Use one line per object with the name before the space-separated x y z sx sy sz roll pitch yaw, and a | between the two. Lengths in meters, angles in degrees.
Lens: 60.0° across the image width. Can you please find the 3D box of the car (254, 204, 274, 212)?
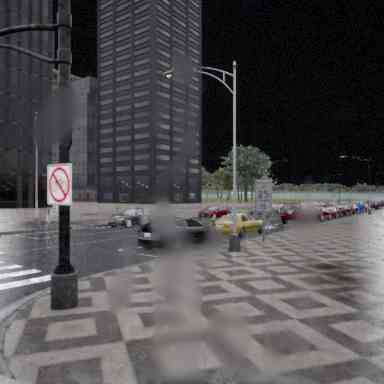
car | 8.881 2.210 42.804 2.008 1.369 4.403 -1 -2 35

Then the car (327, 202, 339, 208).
car | 31.809 2.891 74.974 1.802 1.307 4.206 -1 -2 35

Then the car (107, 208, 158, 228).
car | -4.219 1.842 24.421 2.008 1.369 4.403 -1 -1 35

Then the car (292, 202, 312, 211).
car | 18.707 2.494 56.591 2.008 1.369 4.403 -1 -2 35

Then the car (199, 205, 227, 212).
car | 2.331 2.016 33.613 1.887 1.381 4.507 -1 -2 35

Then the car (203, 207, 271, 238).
car | 2.816 1.824 19.606 1.752 1.417 4.829 -1 -2 35

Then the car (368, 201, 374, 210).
car | 28.922 2.592 56.235 2.008 1.369 4.403 -1 -2 35

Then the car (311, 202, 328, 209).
car | 25.258 2.673 65.783 1.887 1.381 4.507 -1 -2 35

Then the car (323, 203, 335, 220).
car | 12.544 2.114 33.255 1.887 1.381 4.507 -1 -2 35

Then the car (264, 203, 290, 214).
car | 12.156 2.305 47.399 2.008 1.369 4.403 -1 -2 35

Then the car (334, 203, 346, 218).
car | 15.823 2.246 37.856 1.802 1.307 4.206 -1 -2 36

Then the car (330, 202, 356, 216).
car | 19.095 2.304 42.447 1.887 1.381 4.507 -1 -2 35

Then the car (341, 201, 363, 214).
car | 22.370 2.294 47.046 1.967 1.590 4.097 -1 -2 35

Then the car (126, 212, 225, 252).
car | -0.557 1.775 14.872 1.947 1.339 4.313 -1 -2 35

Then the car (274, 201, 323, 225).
car | 9.268 1.791 28.665 2.192 1.841 5.009 -1 -2 35

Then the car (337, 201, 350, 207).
car | 38.360 3.037 84.166 2.008 1.369 4.403 -1 -1 35

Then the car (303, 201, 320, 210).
car | 21.982 2.476 61.189 1.967 1.590 4.097 -1 -2 35

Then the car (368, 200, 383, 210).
car | 35.473 2.539 65.433 2.192 1.841 5.009 -1 -2 35

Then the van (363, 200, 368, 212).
van | 25.646 2.289 51.644 1.690 1.788 3.998 -1 -2 35
